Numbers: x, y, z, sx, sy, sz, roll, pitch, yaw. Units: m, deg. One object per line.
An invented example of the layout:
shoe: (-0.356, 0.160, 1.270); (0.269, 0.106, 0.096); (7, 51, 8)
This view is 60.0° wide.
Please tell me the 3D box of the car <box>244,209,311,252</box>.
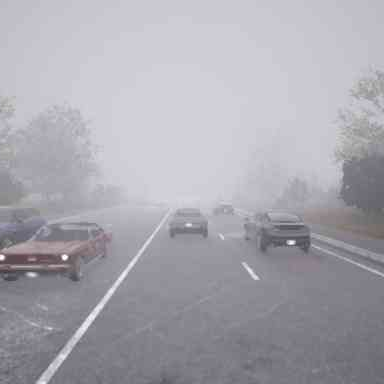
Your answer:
car: (3.394, 1.497, 13.941); (1.837, 1.490, 4.892); (0, 0, -1)

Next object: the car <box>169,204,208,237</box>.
car: (-0.190, 1.558, 18.058); (1.994, 1.385, 4.181); (0, 0, -1)

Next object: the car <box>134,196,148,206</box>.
car: (-8.122, 1.494, 53.383); (1.837, 1.490, 4.892); (0, 0, -1)

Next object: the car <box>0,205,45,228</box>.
car: (-7.272, 1.355, 12.608); (2.097, 1.767, 4.553); (0, 0, -1)

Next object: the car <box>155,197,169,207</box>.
car: (-4.596, 1.512, 52.033); (1.812, 1.442, 4.674); (0, 0, -1)

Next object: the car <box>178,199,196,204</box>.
car: (-0.554, 1.514, 35.637); (1.812, 1.442, 4.674); (0, 0, -1)

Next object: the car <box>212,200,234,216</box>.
car: (3.002, 1.512, 32.476); (1.812, 1.442, 4.674); (0, 0, -1)

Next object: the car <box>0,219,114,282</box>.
car: (-3.720, 1.601, 9.868); (1.895, 1.301, 4.718); (0, 0, -1)
